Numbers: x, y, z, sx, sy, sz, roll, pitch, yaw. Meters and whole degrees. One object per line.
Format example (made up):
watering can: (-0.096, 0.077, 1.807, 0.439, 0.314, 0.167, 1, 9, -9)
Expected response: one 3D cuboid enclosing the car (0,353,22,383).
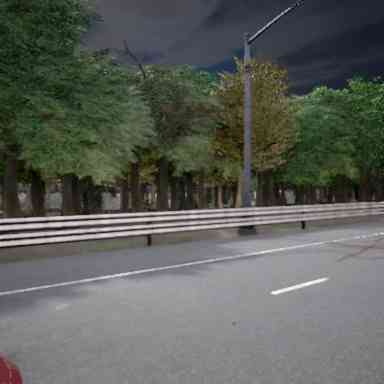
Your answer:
car: (-3.289, 1.539, 1.400, 4.674, 1.442, 1.812, 0, 0, -36)
